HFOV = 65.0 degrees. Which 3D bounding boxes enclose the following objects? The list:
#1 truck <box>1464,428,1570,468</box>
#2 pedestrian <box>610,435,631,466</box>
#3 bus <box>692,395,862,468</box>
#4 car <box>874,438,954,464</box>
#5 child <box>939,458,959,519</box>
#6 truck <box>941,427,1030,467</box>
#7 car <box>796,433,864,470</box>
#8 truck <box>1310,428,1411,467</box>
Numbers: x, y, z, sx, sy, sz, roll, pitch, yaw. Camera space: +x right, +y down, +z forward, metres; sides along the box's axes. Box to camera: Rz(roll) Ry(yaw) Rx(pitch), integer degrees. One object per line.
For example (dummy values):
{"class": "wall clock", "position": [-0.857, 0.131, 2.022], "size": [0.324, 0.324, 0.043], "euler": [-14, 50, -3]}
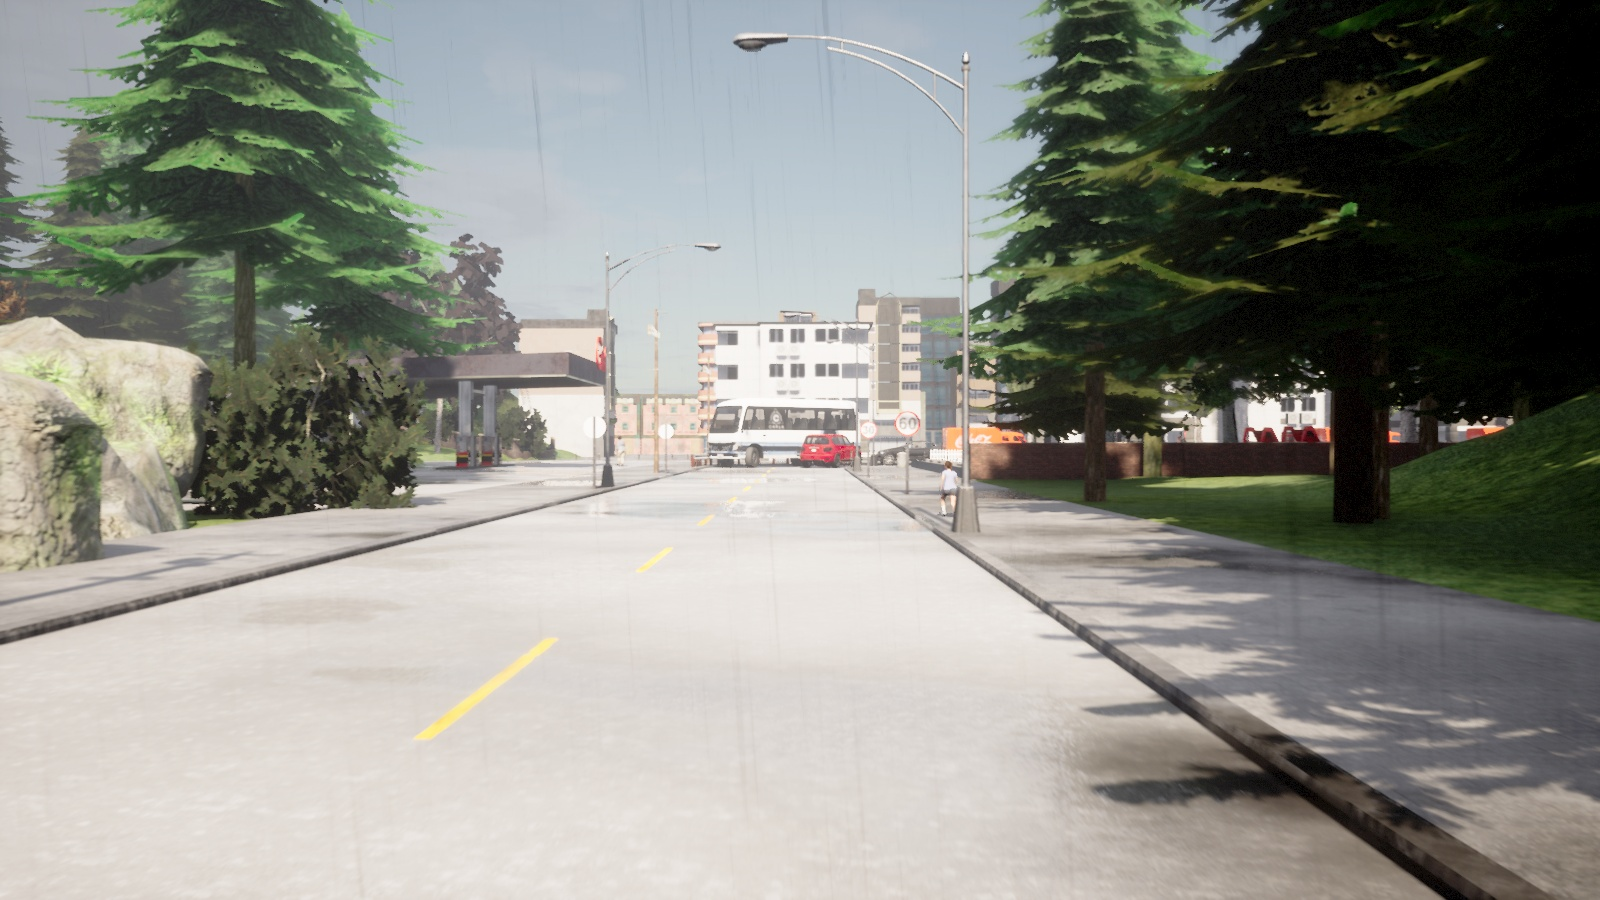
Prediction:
{"class": "truck", "position": [45.303, -0.152, 79.458], "size": [5.204, 2.467, 2.627], "euler": [0, 0, 0]}
{"class": "pedestrian", "position": [-10.709, 0.036, 74.793], "size": [0.874, 1.855, 0.900], "euler": [0, 0, -45]}
{"class": "bus", "position": [-1.332, -1.073, 77.998], "size": [10.273, 4.253, 3.944], "euler": [0, 0, -38]}
{"class": "car", "position": [7.575, 0.061, 83.522], "size": [5.027, 1.651, 2.152], "euler": [0, 0, -3]}
{"class": "child", "position": [2.774, 0.707, 23.350], "size": [0.255, 1.110, 0.394], "euler": [0, 0, -13]}
{"class": "truck", "position": [11.750, -0.184, 79.702], "size": [5.204, 2.467, 2.627], "euler": [0, 0, -1]}
{"class": "car", "position": [1.862, 0.059, 75.727], "size": [2.150, 2.045, 5.566], "euler": [2, 2, 24]}
{"class": "truck", "position": [35.453, -0.160, 79.520], "size": [5.204, 2.467, 2.627], "euler": [0, 0, 0]}
